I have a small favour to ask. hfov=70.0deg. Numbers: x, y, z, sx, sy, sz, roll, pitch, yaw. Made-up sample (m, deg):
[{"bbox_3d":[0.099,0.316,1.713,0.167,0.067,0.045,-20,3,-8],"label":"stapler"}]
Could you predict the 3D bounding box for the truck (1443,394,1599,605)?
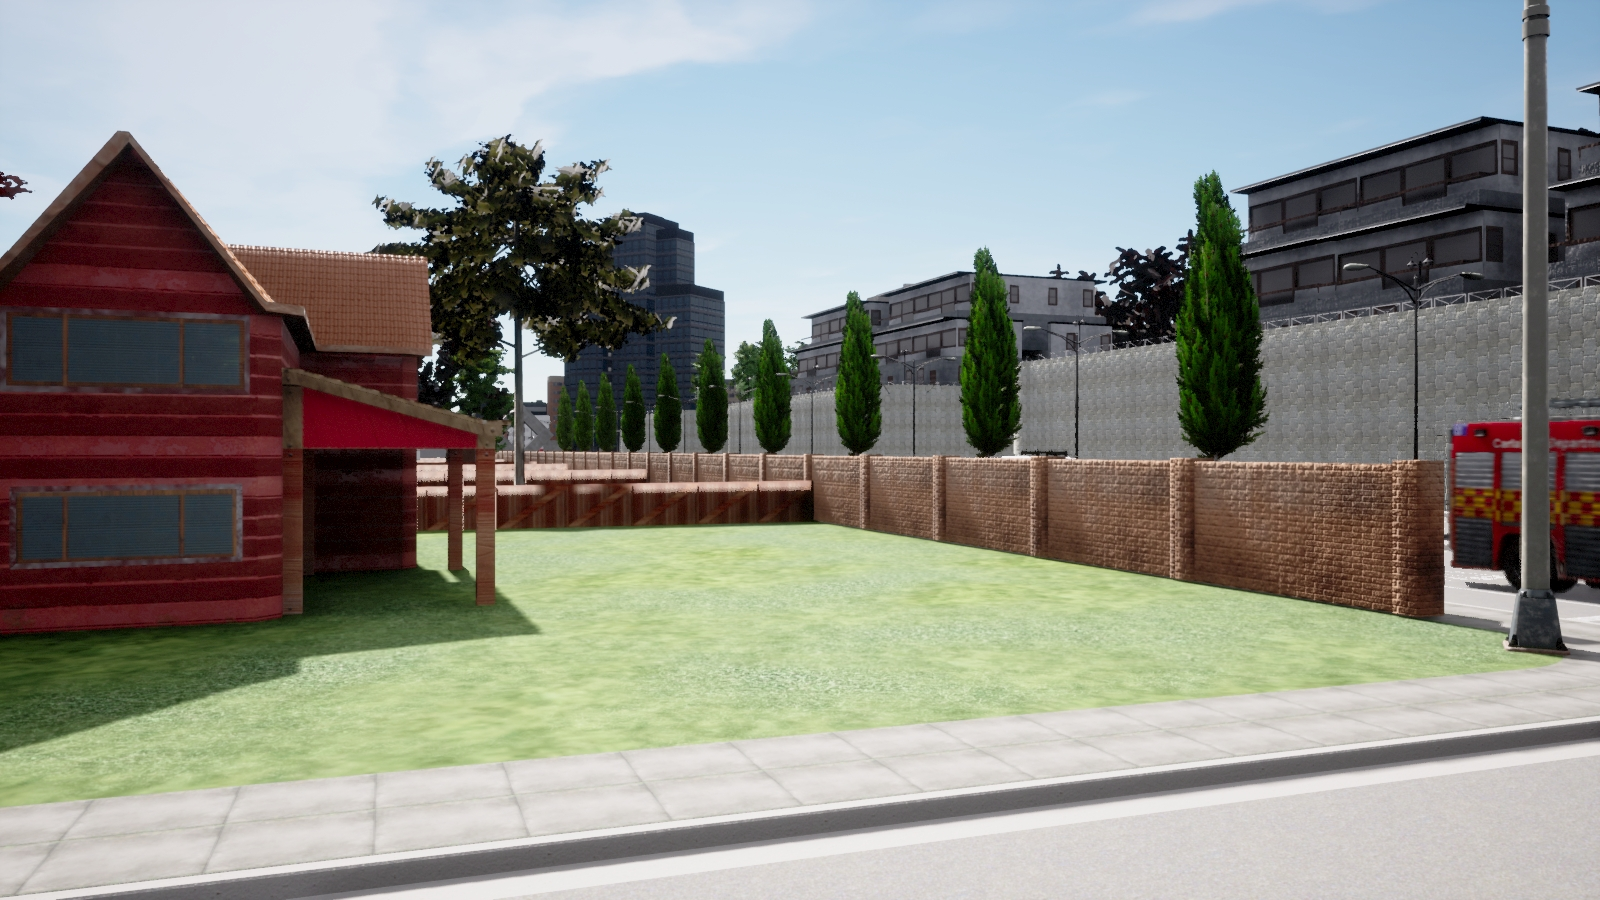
[{"bbox_3d":[16.202,0.890,20.292,2.891,3.827,8.468,0,0,-21],"label":"truck"}]
